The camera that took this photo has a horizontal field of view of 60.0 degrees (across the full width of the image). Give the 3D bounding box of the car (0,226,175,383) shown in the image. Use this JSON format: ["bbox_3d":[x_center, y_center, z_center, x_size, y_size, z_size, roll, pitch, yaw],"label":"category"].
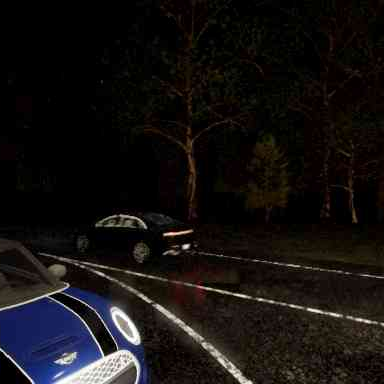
[{"bbox_3d":[-2.666,1.338,3.771,4.553,1.767,2.097,1,0,35],"label":"car"}]

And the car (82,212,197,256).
[{"bbox_3d":[-2.135,1.450,11.625,4.902,1.511,2.128,0,0,36],"label":"car"}]
